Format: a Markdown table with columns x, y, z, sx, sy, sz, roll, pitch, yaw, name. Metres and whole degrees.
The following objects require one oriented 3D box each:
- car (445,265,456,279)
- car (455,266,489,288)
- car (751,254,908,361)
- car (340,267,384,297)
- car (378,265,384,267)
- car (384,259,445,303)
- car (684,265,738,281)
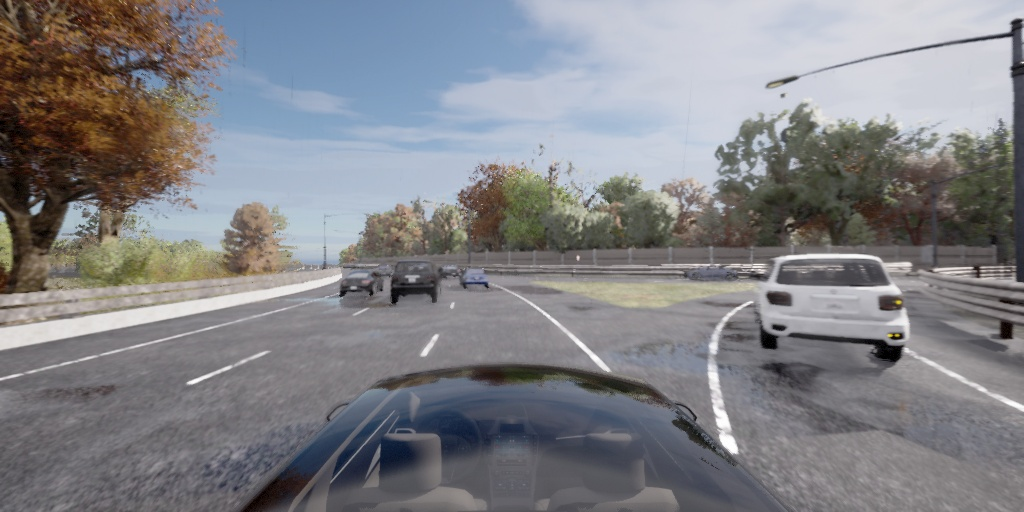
| x | y | z | sx | sy | sz | roll | pitch | yaw | name |
| --- | --- | --- | --- | --- | --- | --- | --- | --- | --- |
| -6.970 | 1.772 | 40.526 | 1.812 | 1.442 | 4.674 | 0 | -1 | -20 | car |
| -2.890 | 1.605 | 26.855 | 2.033 | 1.411 | 5.357 | 0 | -1 | -12 | car |
| 7.228 | 0.990 | 8.690 | 2.150 | 2.045 | 5.566 | -1 | -1 | 33 | car |
| -8.921 | 1.575 | 21.588 | 1.812 | 1.442 | 4.674 | 0 | -1 | -10 | car |
| -15.038 | 1.824 | 42.212 | 2.128 | 1.511 | 4.902 | 0 | -1 | -22 | car |
| -4.839 | 1.203 | 18.622 | 2.150 | 2.045 | 5.566 | 0 | -1 | -9 | car |
| 17.507 | 1.507 | 31.757 | 4.181 | 1.385 | 1.994 | -1 | -1 | 14 | car |
